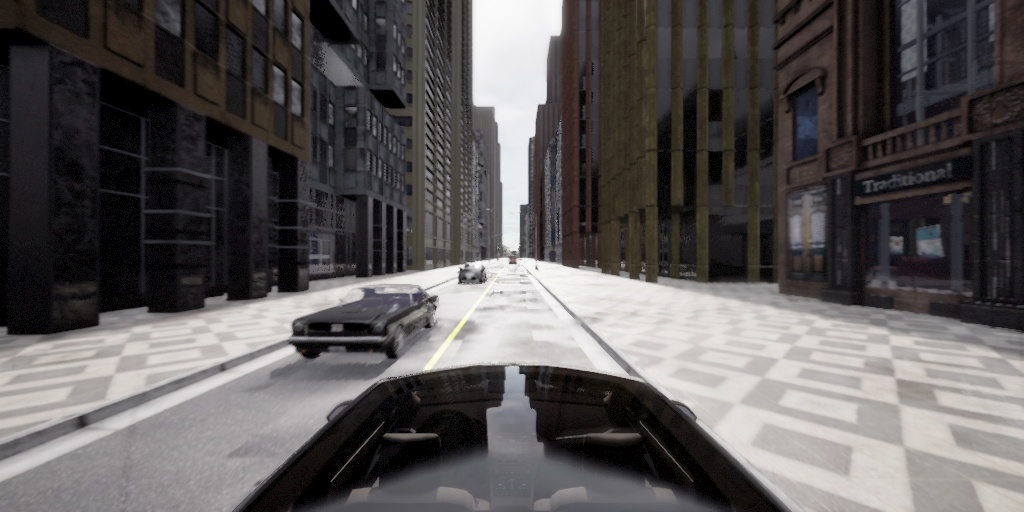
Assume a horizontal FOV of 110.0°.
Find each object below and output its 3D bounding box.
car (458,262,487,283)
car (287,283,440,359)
[{"bbox_3d":[-2.977,1.244,27.700,2.128,1.511,4.902,0,0,1],"label":"car"},{"bbox_3d":[-3.088,1.348,8.549,1.895,1.301,4.718,0,0,0],"label":"car"}]
